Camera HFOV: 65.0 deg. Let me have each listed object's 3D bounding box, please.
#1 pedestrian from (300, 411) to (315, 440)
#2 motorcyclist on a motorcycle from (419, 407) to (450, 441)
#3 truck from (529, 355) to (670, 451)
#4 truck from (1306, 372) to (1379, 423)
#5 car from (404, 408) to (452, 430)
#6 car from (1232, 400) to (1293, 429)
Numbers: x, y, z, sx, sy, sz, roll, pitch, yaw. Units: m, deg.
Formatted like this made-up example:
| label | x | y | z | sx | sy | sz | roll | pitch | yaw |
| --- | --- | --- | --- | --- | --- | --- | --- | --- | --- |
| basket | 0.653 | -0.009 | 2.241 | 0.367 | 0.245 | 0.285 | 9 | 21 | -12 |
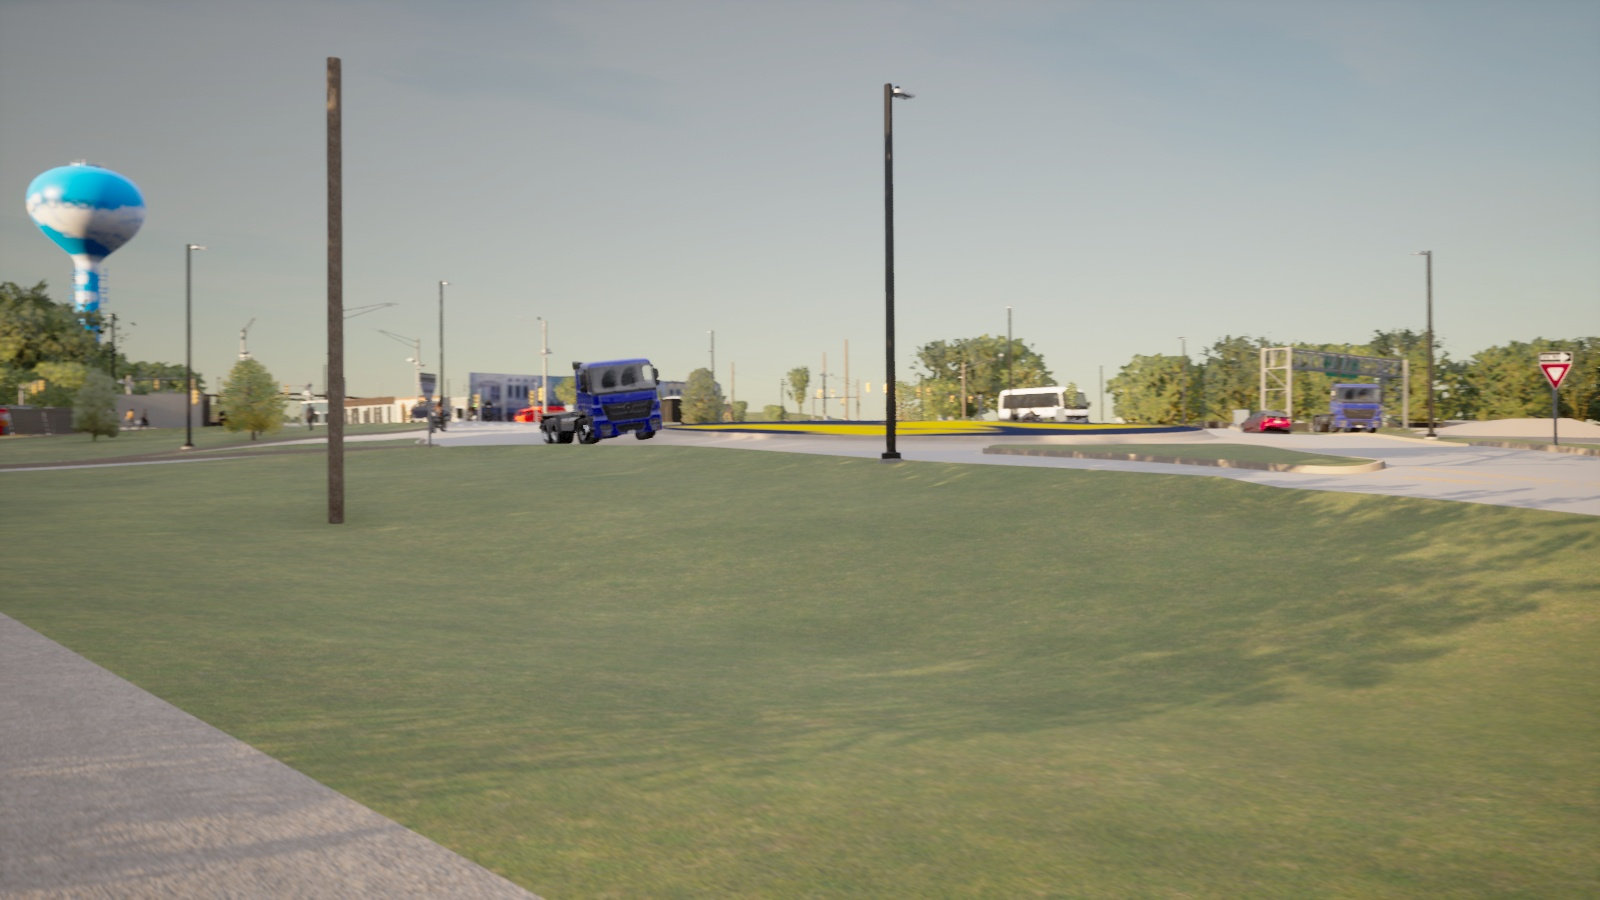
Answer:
| label | x | y | z | sx | sy | sz | roll | pitch | yaw |
| --- | --- | --- | --- | --- | --- | --- | --- | --- | --- |
| pedestrian | -33.640 | -1.678 | 85.726 | 0.659 | 1.952 | 0.873 | -1 | -1 | -42 |
| motorcyclist on a motorcycle | -18.917 | -1.348 | 65.056 | 0.766 | 1.649 | 2.350 | -1 | 4 | 3 |
| truck | -8.592 | -1.910 | 52.835 | 2.891 | 3.462 | 7.936 | -9 | 5 | -29 |
| truck | 38.110 | -3.613 | 88.497 | 2.891 | 3.462 | 7.936 | 0 | 1 | 9 |
| car | -27.191 | -2.259 | 91.662 | 3.705 | 1.549 | 1.789 | 0 | 0 | 45 |
| car | 27.401 | -2.089 | 74.523 | 2.007 | 1.525 | 4.514 | 3 | 1 | 3 |
